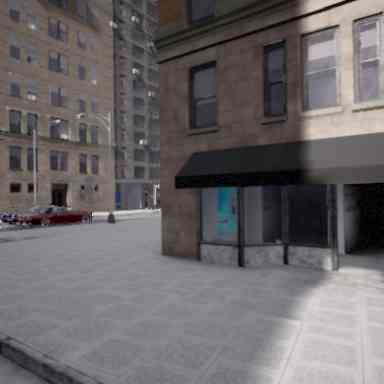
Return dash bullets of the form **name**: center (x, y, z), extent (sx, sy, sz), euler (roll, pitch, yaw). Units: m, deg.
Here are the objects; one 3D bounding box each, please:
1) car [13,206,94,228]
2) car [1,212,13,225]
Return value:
- **car**: center (-9.033, 1.639, 22.405), extent (1.895, 1.301, 4.718), euler (-1, -1, 37)
- **car**: center (-11.325, 1.699, 24.520), extent (1.895, 1.301, 4.718), euler (-1, -1, 35)
